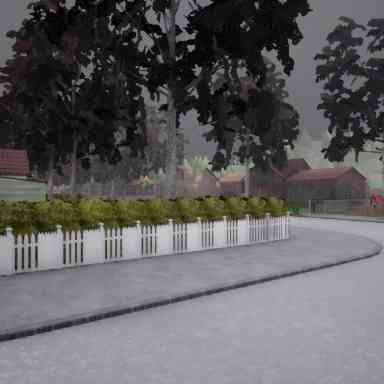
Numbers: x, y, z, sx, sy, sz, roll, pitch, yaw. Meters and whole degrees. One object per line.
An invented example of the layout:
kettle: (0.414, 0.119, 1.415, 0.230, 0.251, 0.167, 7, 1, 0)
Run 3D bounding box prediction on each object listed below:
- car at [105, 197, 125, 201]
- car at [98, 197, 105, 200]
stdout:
car: (-10.474, 1.564, 47.860, 1.994, 1.385, 4.181, 0, 0, -34)
car: (-17.215, 1.564, 64.493, 1.994, 1.385, 4.181, 0, 0, -36)
